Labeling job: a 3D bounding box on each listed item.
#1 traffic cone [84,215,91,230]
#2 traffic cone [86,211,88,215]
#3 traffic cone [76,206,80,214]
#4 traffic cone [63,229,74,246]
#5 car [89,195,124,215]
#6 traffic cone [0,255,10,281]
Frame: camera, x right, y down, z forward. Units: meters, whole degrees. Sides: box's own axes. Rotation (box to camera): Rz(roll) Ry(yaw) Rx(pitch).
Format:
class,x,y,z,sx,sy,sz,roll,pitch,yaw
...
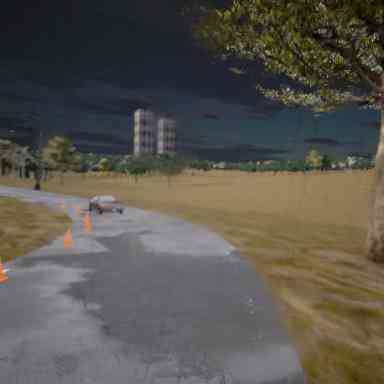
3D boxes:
class,x,y,z,sx,sy,sz,roll,pitch,yaw
traffic cone,-5.310,1.609,16.883,0.340,0.580,0.340,1,1,-13
traffic cone,-6.697,1.530,21.278,0.340,0.580,0.340,0,1,-22
traffic cone,-8.693,1.392,25.419,0.340,0.580,0.340,0,2,-30
traffic cone,-4.567,1.678,12.333,0.340,0.580,0.340,1,1,-5
car,-6.904,0.957,26.466,1.812,1.442,4.674,0,2,-31
traffic cone,-4.485,1.733,7.725,0.340,0.580,0.340,2,1,3
